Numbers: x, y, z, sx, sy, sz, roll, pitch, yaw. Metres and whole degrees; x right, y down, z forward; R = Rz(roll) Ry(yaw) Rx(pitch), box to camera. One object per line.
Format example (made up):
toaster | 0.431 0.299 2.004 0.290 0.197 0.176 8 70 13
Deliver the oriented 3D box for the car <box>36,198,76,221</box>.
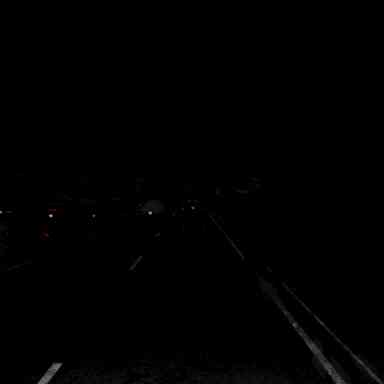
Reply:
car | -10.412 1.485 26.950 1.837 1.490 4.892 0 1 0

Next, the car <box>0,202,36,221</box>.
car | -13.909 1.525 26.780 2.033 1.411 5.357 0 0 0

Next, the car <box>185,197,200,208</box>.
car | 0.082 1.453 47.557 2.128 1.511 4.902 0 0 0

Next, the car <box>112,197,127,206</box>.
car | -10.417 1.440 46.368 1.882 1.535 5.008 0 0 0

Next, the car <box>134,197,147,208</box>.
car | -6.918 1.467 46.663 1.837 1.490 4.892 0 0 0

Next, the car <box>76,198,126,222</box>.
car | -6.909 1.470 25.836 2.128 1.511 4.902 0 0 0

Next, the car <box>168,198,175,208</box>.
car | -3.418 1.509 47.512 2.033 1.411 5.357 0 0 0

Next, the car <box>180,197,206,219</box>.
car | 0.090 1.329 28.979 2.097 1.767 4.553 0 0 0

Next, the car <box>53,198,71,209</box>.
car | -17.475 1.528 44.717 1.994 1.385 4.181 0 0 -18

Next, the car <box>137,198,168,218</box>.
car | -3.411 1.502 29.432 1.812 1.442 4.674 0 0 0
